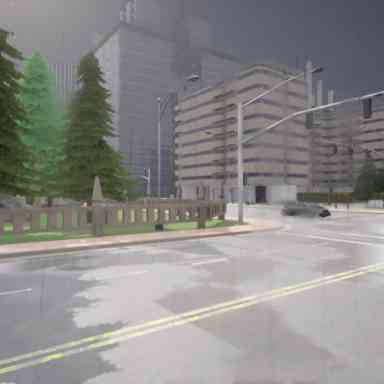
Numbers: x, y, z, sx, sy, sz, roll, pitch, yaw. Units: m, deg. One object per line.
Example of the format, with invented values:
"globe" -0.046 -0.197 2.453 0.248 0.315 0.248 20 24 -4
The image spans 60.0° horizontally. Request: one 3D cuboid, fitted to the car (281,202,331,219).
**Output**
"car" 9.890 1.562 29.080 1.994 1.385 4.181 0 0 -35
